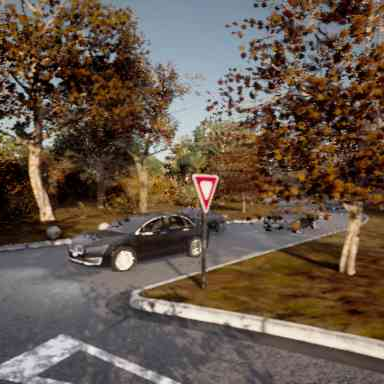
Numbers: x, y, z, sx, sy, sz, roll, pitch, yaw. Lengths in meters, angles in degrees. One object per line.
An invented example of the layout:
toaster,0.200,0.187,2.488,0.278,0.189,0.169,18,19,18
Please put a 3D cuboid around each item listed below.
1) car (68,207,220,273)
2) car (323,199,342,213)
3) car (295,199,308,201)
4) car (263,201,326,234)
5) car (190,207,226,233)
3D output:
car,-1.459,1.430,10.659,1.837,1.490,4.892,1,0,43
car,16.320,1.604,39.175,1.837,1.490,4.892,1,0,14
car,13.249,1.587,40.208,1.837,1.490,4.892,1,0,13
car,5.773,1.480,19.174,2.128,1.511,4.902,1,0,37
car,-0.049,1.484,17.030,1.994,1.385,4.181,1,0,39
